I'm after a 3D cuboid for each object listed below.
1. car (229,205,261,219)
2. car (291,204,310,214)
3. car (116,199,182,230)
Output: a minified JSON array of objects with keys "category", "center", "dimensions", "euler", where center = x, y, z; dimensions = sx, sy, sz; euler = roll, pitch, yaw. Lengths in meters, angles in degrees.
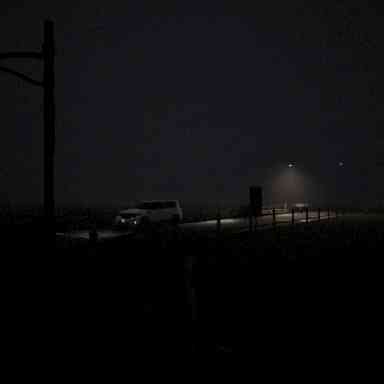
[{"category":"car","center":[5.923,2.171,36.823],"dimensions":[2.128,1.511,4.902],"euler":[0,-1,36]},{"category":"car","center":[16.924,2.558,51.729],"dimensions":[2.128,1.511,4.902],"euler":[0,-1,36]},{"category":"car","center":[-3.007,1.600,24.607],"dimensions":[2.150,2.045,5.566],"euler":[0,0,36]}]
